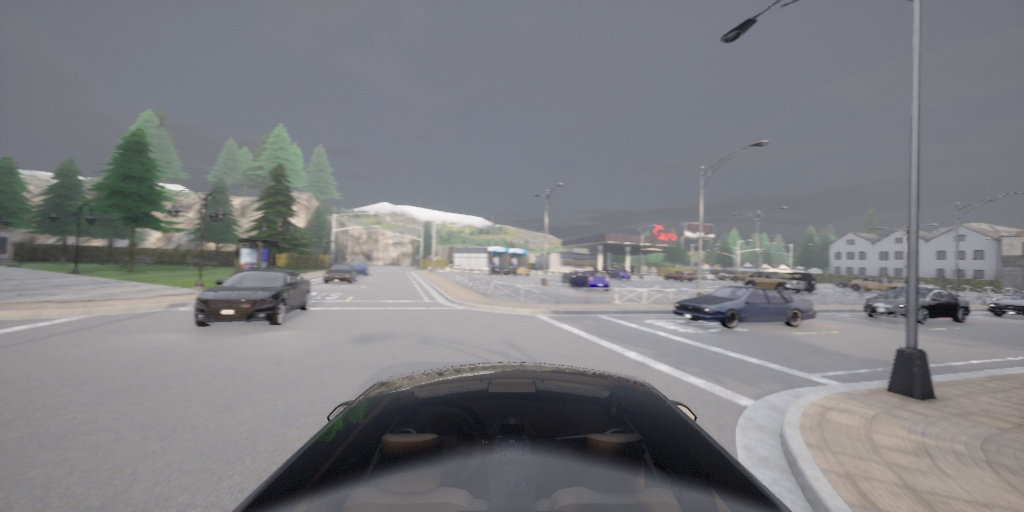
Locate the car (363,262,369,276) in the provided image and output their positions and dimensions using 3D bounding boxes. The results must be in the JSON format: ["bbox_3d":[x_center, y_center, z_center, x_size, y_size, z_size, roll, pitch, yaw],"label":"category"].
[{"bbox_3d":[-16.463,1.310,38.538,1.882,1.535,5.008,3,-1,-18],"label":"car"}]

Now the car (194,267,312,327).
[{"bbox_3d":[-7.702,1.123,11.164,1.882,1.535,5.008,3,-1,-18],"label":"car"}]

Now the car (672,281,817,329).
[{"bbox_3d":[8.781,1.845,13.499,5.357,1.411,2.033,2,-1,-17],"label":"car"}]

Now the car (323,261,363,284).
[{"bbox_3d":[-12.811,1.302,27.097,2.033,1.411,5.357,3,-1,-18],"label":"car"}]

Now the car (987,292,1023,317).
[{"bbox_3d":[28.885,2.721,19.708,5.357,1.411,2.033,3,-1,-18],"label":"car"}]

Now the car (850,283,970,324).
[{"bbox_3d":[18.664,2.220,16.552,4.902,1.511,2.128,2,-1,-17],"label":"car"}]
